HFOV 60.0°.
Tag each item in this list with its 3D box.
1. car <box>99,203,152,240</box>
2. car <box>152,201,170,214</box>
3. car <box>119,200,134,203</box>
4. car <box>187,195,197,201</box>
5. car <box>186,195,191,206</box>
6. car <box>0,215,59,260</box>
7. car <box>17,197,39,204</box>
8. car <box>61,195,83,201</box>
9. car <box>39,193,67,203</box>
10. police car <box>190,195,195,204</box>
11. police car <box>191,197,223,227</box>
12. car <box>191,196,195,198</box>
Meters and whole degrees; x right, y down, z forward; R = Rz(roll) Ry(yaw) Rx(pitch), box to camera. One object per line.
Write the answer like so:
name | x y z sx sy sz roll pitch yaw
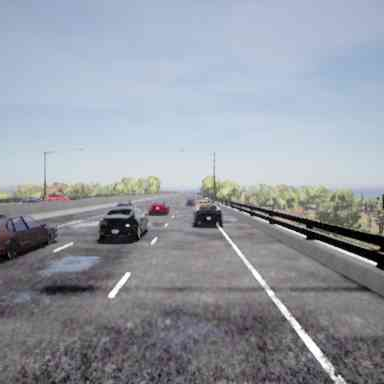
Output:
car | -3.399 1.512 17.155 1.837 1.490 4.892 0 0 0
car | -3.396 1.576 34.900 1.994 1.385 4.181 0 0 0
car | -6.896 1.577 35.065 1.994 1.385 4.181 0 0 0
car | 0.009 1.375 75.753 2.033 1.411 5.357 0 0 0
car | 0.007 1.582 56.662 1.994 1.385 4.181 0 0 0
car | -6.898 1.553 12.473 2.033 1.411 5.357 0 0 0
car | -24.552 1.509 50.236 2.128 1.511 4.902 0 0 0
car | -17.558 1.543 50.213 1.812 1.442 4.674 0 0 0
car | -21.048 1.238 51.667 2.150 2.045 5.566 0 0 1
police car | 1.055 1.439 39.305 1.930 1.638 5.238 0 0 0
police car | 1.052 1.434 23.306 1.930 1.638 5.238 0 0 0
car | 1.054 1.467 33.385 1.801 1.575 5.366 0 0 0
